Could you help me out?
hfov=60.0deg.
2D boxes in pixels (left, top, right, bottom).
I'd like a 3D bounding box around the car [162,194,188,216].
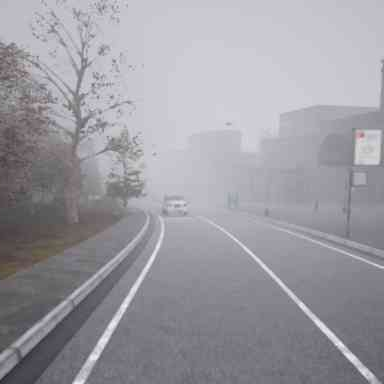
[{"bbox_3d":[-1.787,1.216,33.212,2.150,2.045,5.566,-1,0,-10],"label":"car"}]
